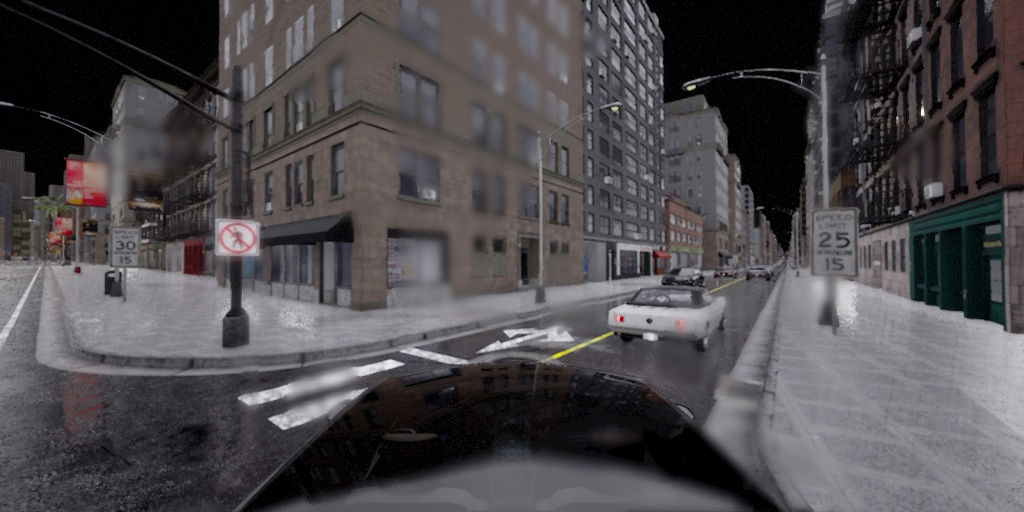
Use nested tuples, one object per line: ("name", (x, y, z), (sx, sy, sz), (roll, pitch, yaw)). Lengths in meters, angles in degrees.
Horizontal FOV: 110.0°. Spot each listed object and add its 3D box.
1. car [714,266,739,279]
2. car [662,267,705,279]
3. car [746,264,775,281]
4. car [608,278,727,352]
("car", (23.308, 1.762, 38.955), (1.994, 1.385, 4.181), (-1, -1, 38))
("car", (11.242, 1.472, 23.425), (1.882, 1.535, 5.008), (-1, -1, 38))
("car", (23.960, 1.595, 34.784), (2.128, 1.511, 4.902), (-1, -1, 38))
("car", (4.248, 1.418, 9.247), (1.895, 1.301, 4.718), (-1, -1, 38))
